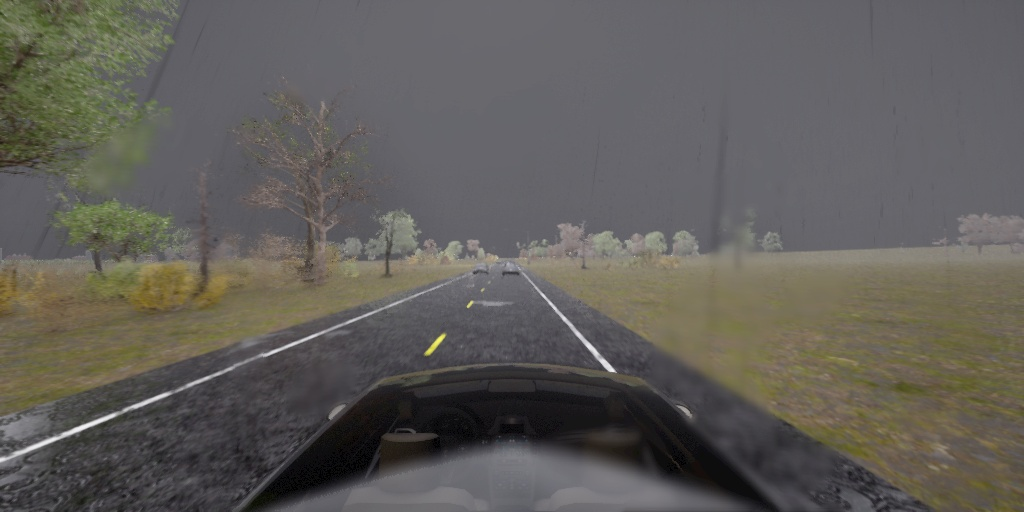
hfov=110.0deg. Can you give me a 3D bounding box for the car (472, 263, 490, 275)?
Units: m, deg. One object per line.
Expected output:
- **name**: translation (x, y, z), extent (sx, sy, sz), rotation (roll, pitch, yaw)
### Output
- **car**: translation (-3.831, 1.599, 44.830), extent (1.837, 1.490, 4.892), rotation (-1, -1, 0)

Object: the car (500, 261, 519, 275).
- **car**: translation (-0.158, 1.586, 43.229), extent (1.994, 1.385, 4.181), rotation (-1, 0, 0)
